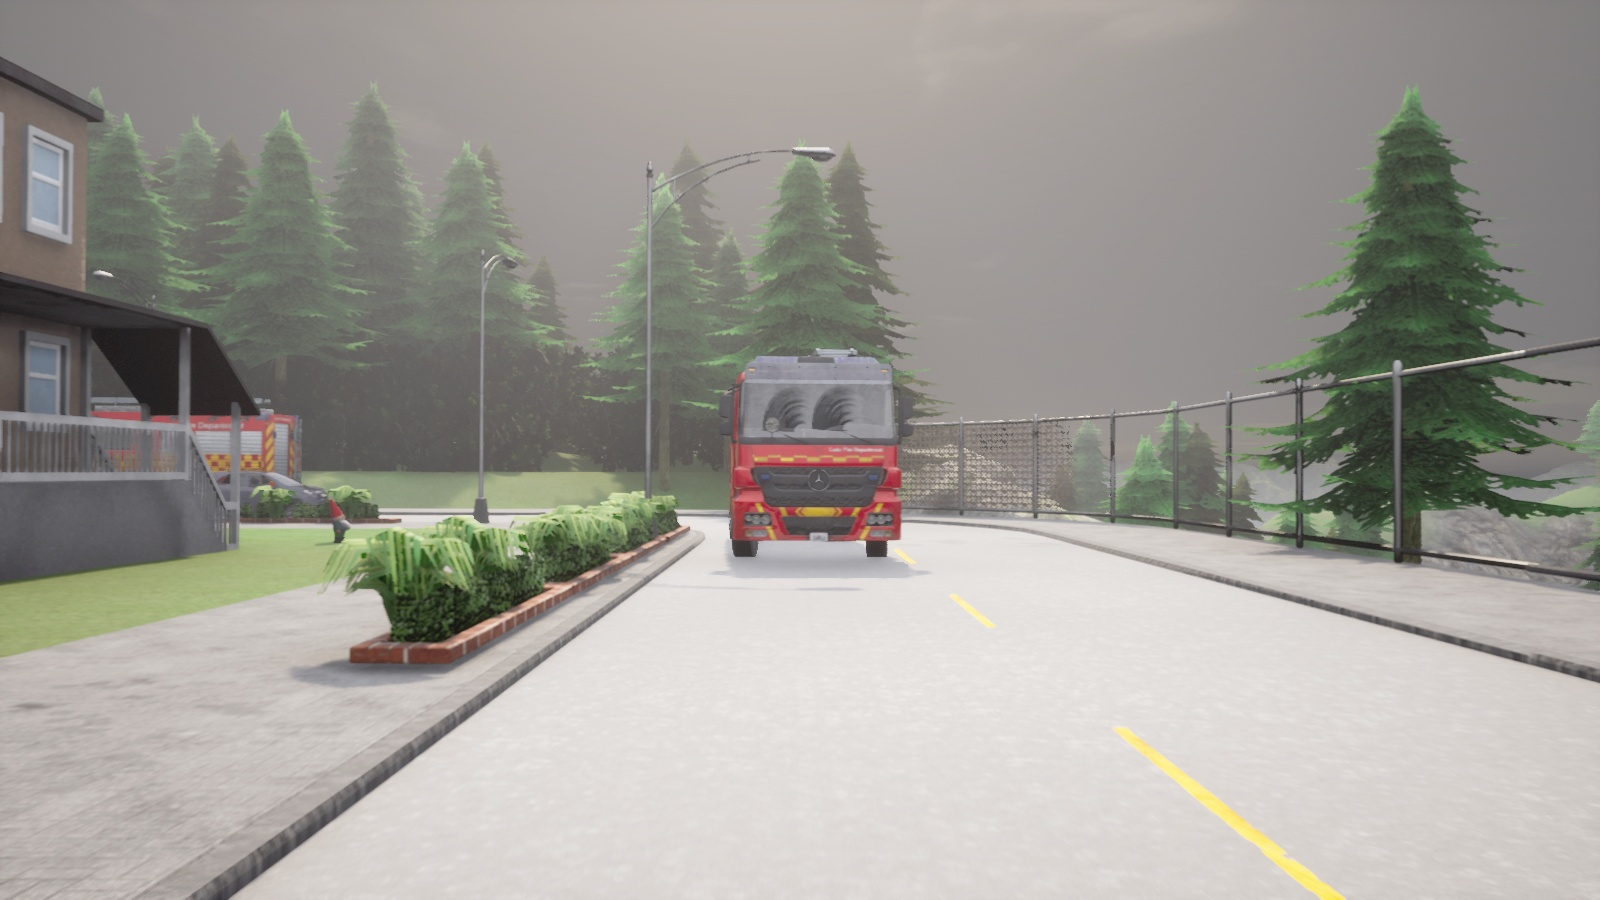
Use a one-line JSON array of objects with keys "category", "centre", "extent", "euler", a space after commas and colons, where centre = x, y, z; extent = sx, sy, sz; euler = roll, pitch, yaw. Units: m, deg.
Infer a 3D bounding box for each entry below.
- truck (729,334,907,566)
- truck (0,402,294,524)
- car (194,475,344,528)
[{"category": "truck", "centre": [0.069, 0.068, 24.994], "extent": [2.891, 3.827, 8.468], "euler": [0, -1, -4]}, {"category": "truck", "centre": [-21.359, 0.423, 41.063], "extent": [8.468, 3.827, 2.891], "euler": [0, -1, 0]}, {"category": "car", "centre": [-15.609, 1.511, 37.048], "extent": [3.633, 1.501, 1.845], "euler": [0, -1, 0]}]
